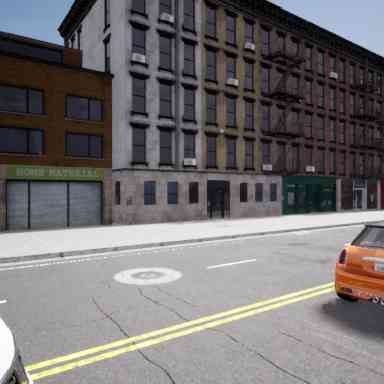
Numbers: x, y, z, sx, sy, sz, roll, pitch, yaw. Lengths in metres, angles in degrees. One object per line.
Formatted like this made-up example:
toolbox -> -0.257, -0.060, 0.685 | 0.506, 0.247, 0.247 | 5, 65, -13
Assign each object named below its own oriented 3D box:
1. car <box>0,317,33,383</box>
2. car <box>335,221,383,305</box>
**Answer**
car -> -3.482, 1.222, 0.969 | 5.566, 2.045, 2.150 | 0, 0, -36
car -> 5.088, 1.352, 7.034 | 4.553, 1.767, 2.097 | 0, 0, -35
